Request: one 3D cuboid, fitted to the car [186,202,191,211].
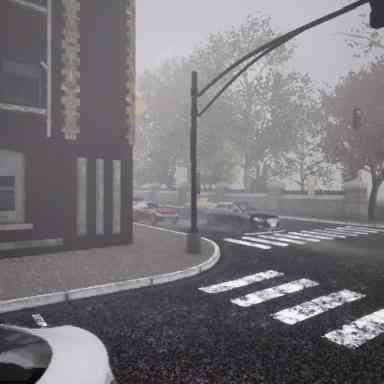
[{"bbox_3d":[0.979,1.129,30.571,1.752,1.417,4.829,1,0,-36],"label":"car"}]

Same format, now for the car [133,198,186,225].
[{"bbox_3d":[-2.474,1.257,21.042,1.802,1.307,4.206,2,0,-36],"label":"car"}]

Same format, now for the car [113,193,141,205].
[{"bbox_3d":[-8.651,0.864,43.897,2.008,1.369,4.403,1,0,-36],"label":"car"}]

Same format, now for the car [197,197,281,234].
[{"bbox_3d":[2.616,1.272,18.019,2.128,1.511,4.902,0,1,-32],"label":"car"}]

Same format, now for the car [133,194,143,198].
[{"bbox_3d":[-4.938,1.071,28.853,1.812,1.442,4.674,0,1,-36],"label":"car"}]

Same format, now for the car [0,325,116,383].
[{"bbox_3d":[-2.580,1.526,1.454,4.674,1.442,1.812,0,0,-35],"label":"car"}]
